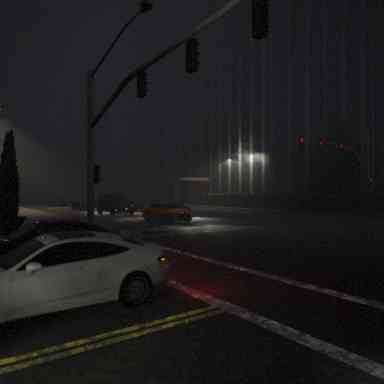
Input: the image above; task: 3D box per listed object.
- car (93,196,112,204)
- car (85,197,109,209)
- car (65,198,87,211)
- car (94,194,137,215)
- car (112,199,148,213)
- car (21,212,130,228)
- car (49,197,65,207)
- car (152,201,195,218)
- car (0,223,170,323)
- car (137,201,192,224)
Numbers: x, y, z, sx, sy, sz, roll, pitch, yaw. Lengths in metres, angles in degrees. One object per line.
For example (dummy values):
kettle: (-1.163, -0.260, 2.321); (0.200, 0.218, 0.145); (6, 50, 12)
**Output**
car: (-17.378, 1.477, 64.575); (1.882, 1.535, 5.008); (0, 0, -36)
car: (-13.390, 1.525, 46.857); (1.812, 1.442, 4.674); (0, 0, -36)
car: (-13.649, 1.491, 41.243); (2.128, 1.511, 4.902); (0, 0, -36)
car: (-7.687, 1.221, 33.019); (2.150, 2.045, 5.566); (0, 0, -36)
car: (-7.228, 1.547, 38.346); (2.033, 1.411, 5.357); (0, 0, -36)
car: (-4.221, 1.526, 9.584); (4.674, 1.442, 1.812); (0, 0, -36)
car: (-20.203, 1.502, 50.339); (1.837, 1.490, 4.892); (0, 1, -35)
car: (-1.771, 1.564, 30.829); (1.994, 1.385, 4.181); (0, 0, -36)
car: (-2.625, 1.526, 6.422); (4.674, 1.442, 1.812); (0, 0, -36)
car: (-1.942, 1.478, 25.116); (1.882, 1.535, 5.008); (0, 0, -36)
